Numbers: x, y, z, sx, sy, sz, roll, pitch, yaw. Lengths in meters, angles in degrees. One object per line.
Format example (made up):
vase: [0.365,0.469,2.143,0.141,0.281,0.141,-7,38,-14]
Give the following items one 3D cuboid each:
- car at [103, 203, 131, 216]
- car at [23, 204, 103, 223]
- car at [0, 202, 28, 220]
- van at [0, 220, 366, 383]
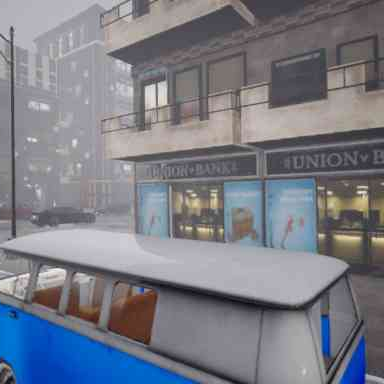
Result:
car: [-8.645,1.825,36.441,1.947,1.339,4.313,-2,-1,36]
car: [-8.580,1.602,22.389,1.947,1.339,4.313,-2,-1,36]
car: [-15.329,1.636,27.360,1.967,1.590,4.097,-2,-1,36]
van: [-0.493,1.344,3.214,3.998,1.788,1.690,0,-1,36]
